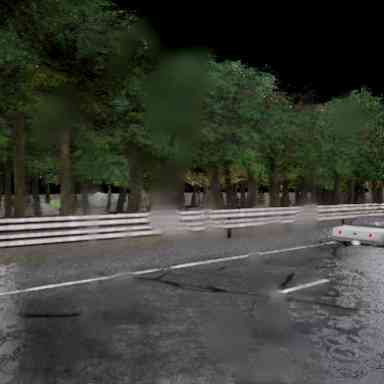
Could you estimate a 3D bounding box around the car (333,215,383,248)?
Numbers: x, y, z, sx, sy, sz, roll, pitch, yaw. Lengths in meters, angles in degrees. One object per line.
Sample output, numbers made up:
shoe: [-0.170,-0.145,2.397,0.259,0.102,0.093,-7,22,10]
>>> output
car: [7.935,1.603,13.709,4.718,1.301,1.895,0,0,-35]
